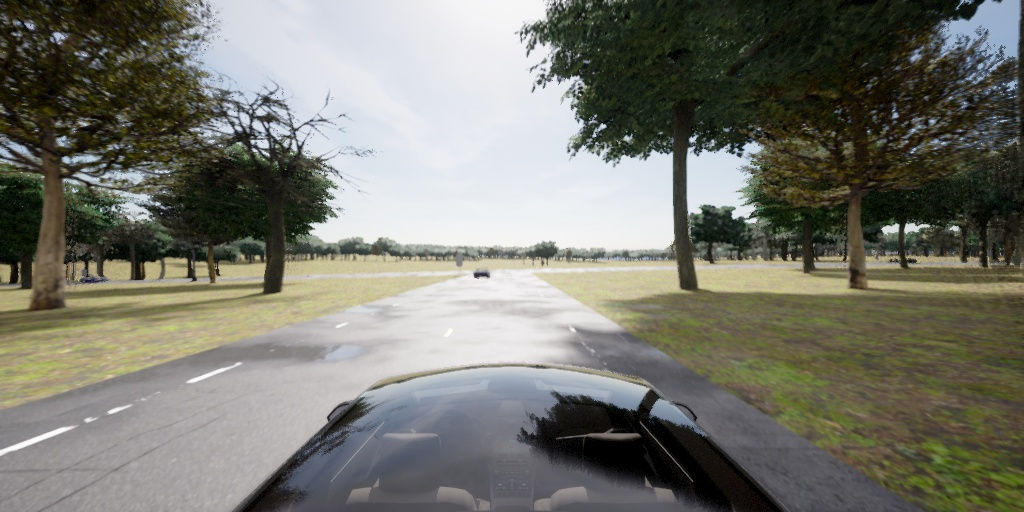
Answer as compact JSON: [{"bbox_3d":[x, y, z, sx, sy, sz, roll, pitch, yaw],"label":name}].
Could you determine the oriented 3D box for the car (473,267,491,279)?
[{"bbox_3d":[-3.605,2.035,43.422,1.895,1.301,4.718,0,-1,0],"label":"car"}]
